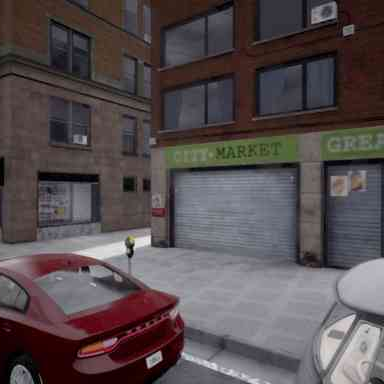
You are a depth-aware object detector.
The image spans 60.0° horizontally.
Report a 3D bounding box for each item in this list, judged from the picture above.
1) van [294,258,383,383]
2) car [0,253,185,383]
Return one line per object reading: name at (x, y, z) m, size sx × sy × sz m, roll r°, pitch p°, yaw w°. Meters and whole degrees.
van at (2.417, 1.341, 1.352) m, size 3.998 × 1.788 × 1.690 m, roll 0°, pitch 0°, yaw 35°
car at (-2.192, 1.544, 4.639) m, size 4.507 × 1.381 × 1.887 m, roll 0°, pitch 0°, yaw 35°
